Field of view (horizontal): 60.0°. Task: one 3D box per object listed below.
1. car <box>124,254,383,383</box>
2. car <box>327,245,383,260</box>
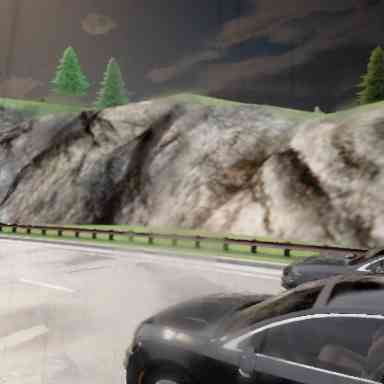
[{"bbox_3d":[1.551,1.500,2.777,4.892,1.490,1.837,-1,0,35],"label":"car"},{"bbox_3d":[3.930,1.493,5.378,4.892,1.490,1.837,0,0,35],"label":"car"}]
